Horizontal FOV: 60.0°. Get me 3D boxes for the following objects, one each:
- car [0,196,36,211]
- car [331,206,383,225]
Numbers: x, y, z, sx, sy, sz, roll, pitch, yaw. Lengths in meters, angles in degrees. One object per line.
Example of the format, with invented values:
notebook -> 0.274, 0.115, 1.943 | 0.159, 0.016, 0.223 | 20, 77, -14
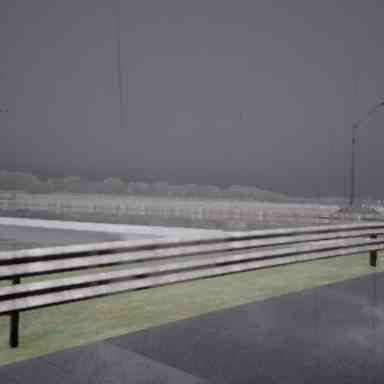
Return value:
car -> -19.167, 1.198, 36.240 | 4.902, 1.511, 2.128 | 1, -1, 25
car -> 12.578, 1.882, 23.985 | 4.553, 1.767, 2.097 | 2, -1, 6
